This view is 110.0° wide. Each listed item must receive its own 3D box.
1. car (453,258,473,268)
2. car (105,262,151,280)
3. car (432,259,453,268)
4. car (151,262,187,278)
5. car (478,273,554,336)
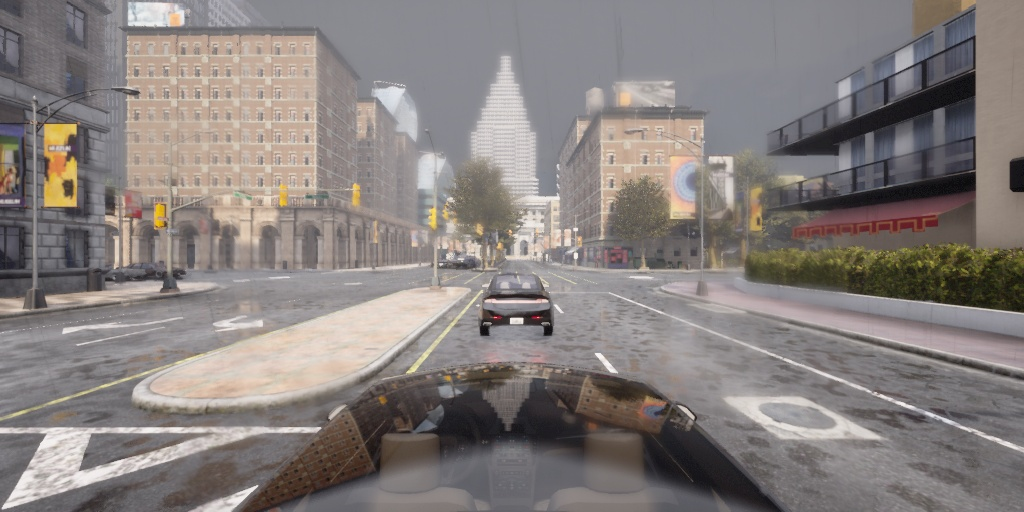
[{"bbox_3d":[-8.009,1.354,59.132,1.895,1.301,4.718,0,0,0],"label":"car"},{"bbox_3d":[-33.818,1.352,30.073,4.718,1.301,1.895,0,0,0],"label":"car"},{"bbox_3d":[-11.498,1.245,60.580,2.128,1.511,4.902,0,0,0],"label":"car"},{"bbox_3d":[-33.840,1.299,33.571,5.357,1.411,2.033,0,0,0],"label":"car"},{"bbox_3d":[0.108,1.242,10.444,2.128,1.511,4.902,0,0,0],"label":"car"}]
